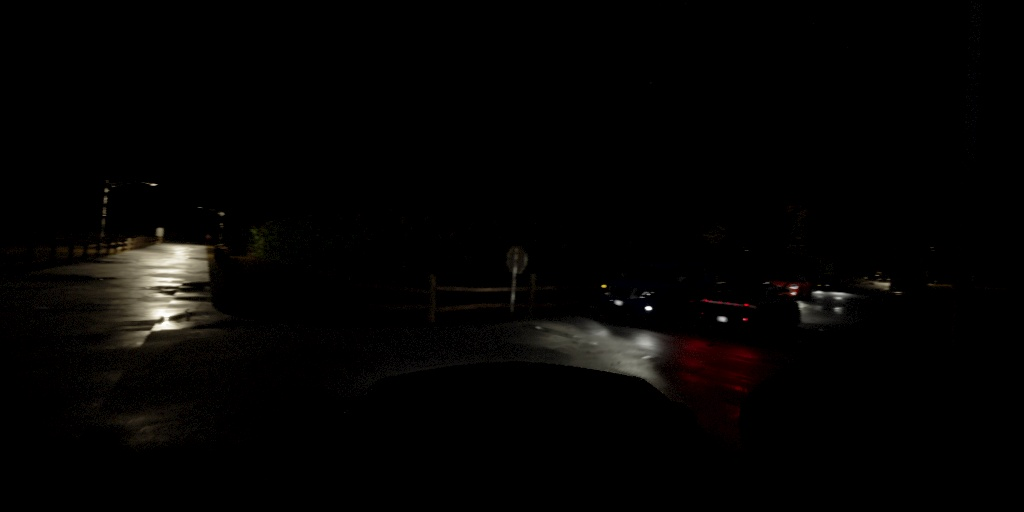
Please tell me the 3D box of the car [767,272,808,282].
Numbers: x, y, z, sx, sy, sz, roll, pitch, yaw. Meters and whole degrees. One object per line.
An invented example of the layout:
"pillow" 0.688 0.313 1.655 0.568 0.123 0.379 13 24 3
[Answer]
"car" 19.192 2.018 25.042 4.553 1.767 2.097 3 0 -40

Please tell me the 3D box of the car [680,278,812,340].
"car" 7.665 1.617 11.499 4.902 1.511 2.128 3 0 -40

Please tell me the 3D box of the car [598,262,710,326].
"car" 5.581 1.258 13.458 5.566 2.045 2.150 3 0 -40

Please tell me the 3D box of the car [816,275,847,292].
"car" 31.913 2.623 35.751 4.892 1.490 1.837 2 0 -40
